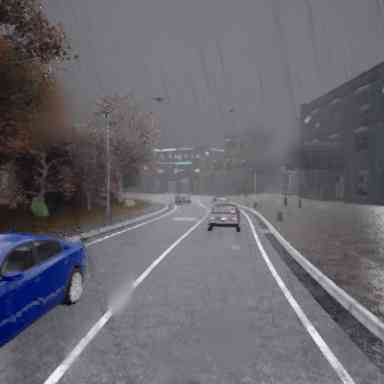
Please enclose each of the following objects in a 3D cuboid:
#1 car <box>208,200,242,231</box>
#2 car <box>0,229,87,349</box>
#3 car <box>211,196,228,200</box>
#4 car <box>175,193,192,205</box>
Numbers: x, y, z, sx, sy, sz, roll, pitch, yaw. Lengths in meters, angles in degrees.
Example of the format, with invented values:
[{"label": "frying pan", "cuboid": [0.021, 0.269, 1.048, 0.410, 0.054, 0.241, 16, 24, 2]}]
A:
[{"label": "car", "cuboid": [1.998, 1.448, 20.133, 2.033, 1.411, 5.357, 1, 1, 8]}, {"label": "car", "cuboid": [-3.297, 1.442, 5.173, 1.882, 1.535, 5.008, 0, 0, 3]}, {"label": "car", "cuboid": [3.356, 1.174, 39.530, 2.033, 1.411, 5.357, 0, 1, -2]}, {"label": "car", "cuboid": [-1.304, 0.976, 47.411, 1.837, 1.490, 4.892, 0, 1, -11]}]
